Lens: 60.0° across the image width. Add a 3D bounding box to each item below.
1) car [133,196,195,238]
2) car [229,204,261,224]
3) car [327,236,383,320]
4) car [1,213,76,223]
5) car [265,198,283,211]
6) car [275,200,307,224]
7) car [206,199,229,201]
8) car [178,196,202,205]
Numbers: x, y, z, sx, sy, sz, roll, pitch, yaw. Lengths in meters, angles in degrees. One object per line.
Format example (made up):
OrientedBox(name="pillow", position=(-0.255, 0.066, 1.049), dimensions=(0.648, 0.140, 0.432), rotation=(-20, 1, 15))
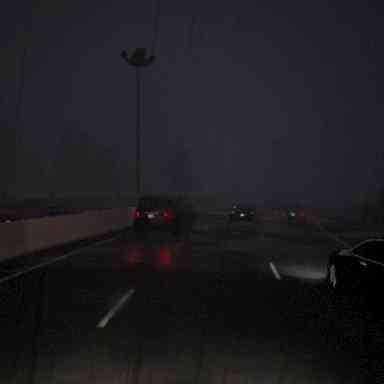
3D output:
OrientedBox(name="car", position=(-1.354, 1.209, 18.032), dimensions=(2.150, 2.045, 5.566), rotation=(0, 0, 11))
OrientedBox(name="car", position=(4.042, 1.565, 24.954), dimensions=(1.994, 1.385, 4.181), rotation=(0, 0, 16))
OrientedBox(name="car", position=(3.981, 1.514, 5.929), dimensions=(1.837, 1.490, 4.892), rotation=(0, 0, 4))
OrientedBox(name="car", position=(-8.431, 1.492, 19.154), dimensions=(1.812, 1.442, 4.674), rotation=(0, 0, 12))
OrientedBox(name="car", position=(10.361, 1.504, 40.806), dimensions=(2.128, 1.511, 4.902), rotation=(0, 0, 26))
OrientedBox(name="car", position=(7.507, 1.559, 24.697), dimensions=(2.033, 1.411, 5.357), rotation=(0, 0, 17))
OrientedBox(name="car", position=(4.667, 1.206, 58.995), dimensions=(2.150, 2.045, 5.566), rotation=(0, 0, 35))
OrientedBox(name="car", position=(-0.307, 1.477, 57.725), dimensions=(1.837, 1.490, 4.892), rotation=(0, 0, 33))
